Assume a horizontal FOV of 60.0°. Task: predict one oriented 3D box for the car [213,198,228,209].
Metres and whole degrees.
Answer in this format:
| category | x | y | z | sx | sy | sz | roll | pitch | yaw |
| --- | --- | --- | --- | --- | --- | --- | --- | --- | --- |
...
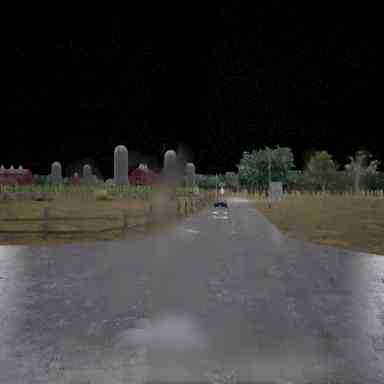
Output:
| category | x | y | z | sx | sy | sz | roll | pitch | yaw |
| --- | --- | --- | --- | --- | --- | --- | --- | --- | --- |
| car | 3.785 | 1.498 | 44.021 | 1.895 | 1.301 | 4.718 | 0 | 0 | 8 |
